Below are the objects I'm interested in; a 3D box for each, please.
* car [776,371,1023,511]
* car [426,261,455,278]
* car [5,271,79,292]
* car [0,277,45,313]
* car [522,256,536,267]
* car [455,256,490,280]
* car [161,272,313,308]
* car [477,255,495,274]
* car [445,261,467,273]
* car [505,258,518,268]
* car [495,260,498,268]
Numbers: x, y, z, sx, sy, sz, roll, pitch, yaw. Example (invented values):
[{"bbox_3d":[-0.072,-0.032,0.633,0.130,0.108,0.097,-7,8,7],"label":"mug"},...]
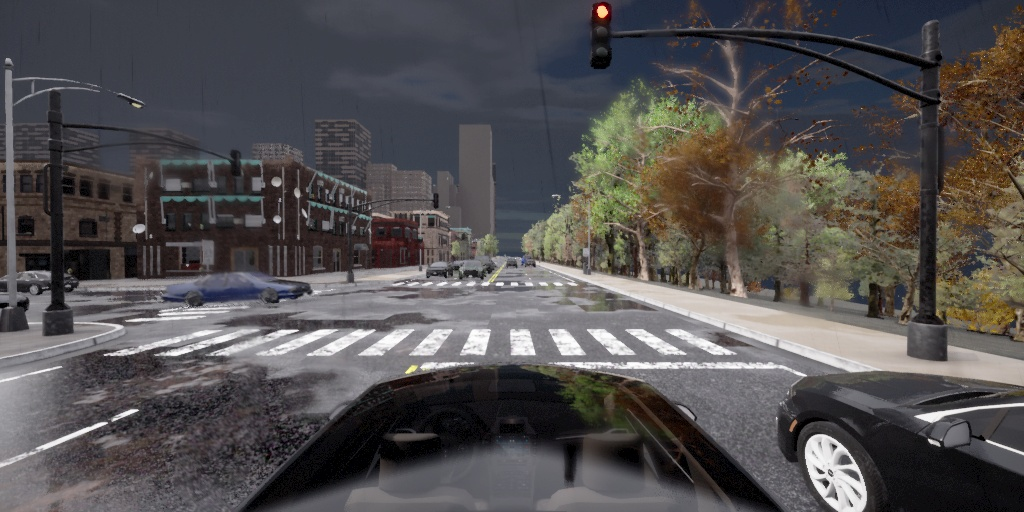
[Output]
[{"bbox_3d":[3.366,1.255,1.263,1.837,1.490,4.892,0,0,-2],"label":"car"},{"bbox_3d":[-6.664,1.218,33.525,1.882,1.535,5.008,0,0,0],"label":"car"},{"bbox_3d":[-28.326,1.560,21.131,4.403,1.370,2.007,0,0,0],"label":"car"},{"bbox_3d":[-19.973,1.565,12.639,4.313,1.339,1.948,0,0,0],"label":"car"},{"bbox_3d":[3.203,1.231,63.662,1.837,1.490,4.892,0,0,0],"label":"car"},{"bbox_3d":[-3.413,1.093,31.699,2.097,1.767,4.553,0,0,0],"label":"car"},{"bbox_3d":[-11.844,1.393,15.688,5.357,1.411,2.033,-2,0,-5],"label":"car"},{"bbox_3d":[-3.435,0.958,41.278,2.150,2.045,5.566,0,0,0],"label":"car"},{"bbox_3d":[-6.683,1.336,43.487,1.895,1.301,4.718,0,0,0],"label":"car"},{"bbox_3d":[-0.041,1.233,61.656,1.837,1.490,4.892,0,0,0],"label":"car"},{"bbox_3d":[-3.457,1.296,50.784,1.994,1.385,4.181,0,0,0],"label":"car"}]
